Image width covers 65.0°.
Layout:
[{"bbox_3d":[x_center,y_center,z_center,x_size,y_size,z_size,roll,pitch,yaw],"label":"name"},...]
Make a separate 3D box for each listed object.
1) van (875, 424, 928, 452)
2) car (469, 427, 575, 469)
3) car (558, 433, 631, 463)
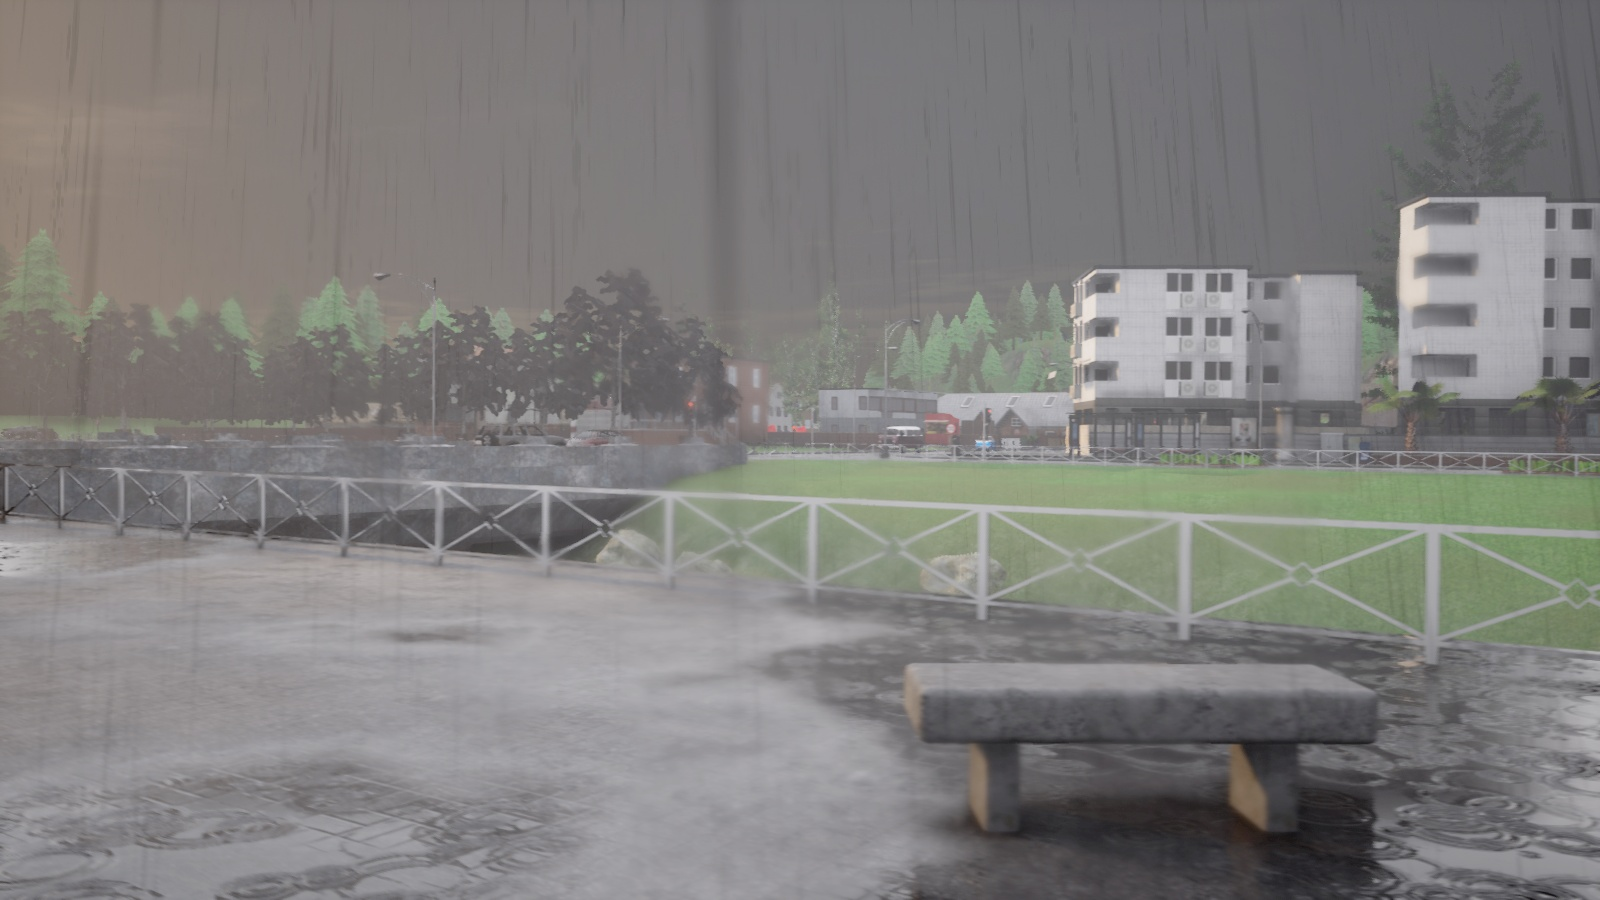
[{"bbox_3d":[7.707,-0.912,95.039,2.069,2.038,4.480,0,1,34],"label":"van"},{"bbox_3d":[-12.618,-0.119,57.265,1.932,1.855,4.605,0,1,35],"label":"car"},{"bbox_3d":[-10.918,-0.105,67.005,1.789,1.549,3.705,0,1,34],"label":"car"}]
